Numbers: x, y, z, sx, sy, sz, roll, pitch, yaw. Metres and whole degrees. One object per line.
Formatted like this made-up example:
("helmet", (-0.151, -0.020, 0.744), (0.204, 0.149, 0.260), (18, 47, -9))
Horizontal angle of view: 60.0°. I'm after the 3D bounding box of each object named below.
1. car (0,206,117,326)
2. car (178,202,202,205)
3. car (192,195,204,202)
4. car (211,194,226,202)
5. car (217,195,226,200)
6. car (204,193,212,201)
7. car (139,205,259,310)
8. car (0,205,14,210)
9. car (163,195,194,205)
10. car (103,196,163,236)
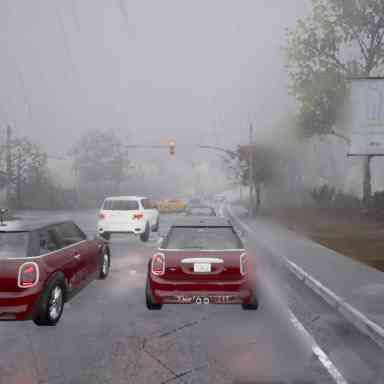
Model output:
("car", (-3.290, 1.352, 7.247), (2.097, 1.767, 4.553), (0, 0, 1))
("car", (0.473, 1.492, 17.199), (2.128, 1.511, 4.902), (0, 0, 2))
("car", (0.578, 1.352, 61.307), (2.097, 1.767, 4.553), (0, 0, 7))
("car", (6.001, 1.590, 75.576), (1.895, 1.301, 4.718), (0, 0, 9))
("car", (7.693, 1.392, 85.668), (1.812, 1.442, 4.674), (0, 0, 10))
("car", (4.188, 1.225, 85.939), (2.150, 2.045, 5.566), (0, 0, 10))
("car", (0.219, 1.352, 7.992), (2.097, 1.767, 4.553), (0, 0, 1))
("car", (-19.268, 1.548, 30.996), (5.357, 1.411, 2.033), (0, 0, 8))
("car", (-2.454, 1.478, 37.870), (1.882, 1.535, 5.008), (3, 2, 40))
("car", (-3.046, 1.221, 16.924), (2.150, 2.045, 5.566), (0, 0, 2))
